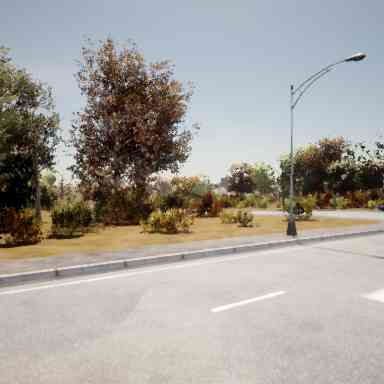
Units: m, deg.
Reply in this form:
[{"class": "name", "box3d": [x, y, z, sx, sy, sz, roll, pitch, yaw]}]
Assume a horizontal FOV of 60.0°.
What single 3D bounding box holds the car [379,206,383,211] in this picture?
[{"class": "car", "box3d": [24.164, 1.685, 37.475, 2.033, 1.411, 5.357, 0, -1, -32]}]
